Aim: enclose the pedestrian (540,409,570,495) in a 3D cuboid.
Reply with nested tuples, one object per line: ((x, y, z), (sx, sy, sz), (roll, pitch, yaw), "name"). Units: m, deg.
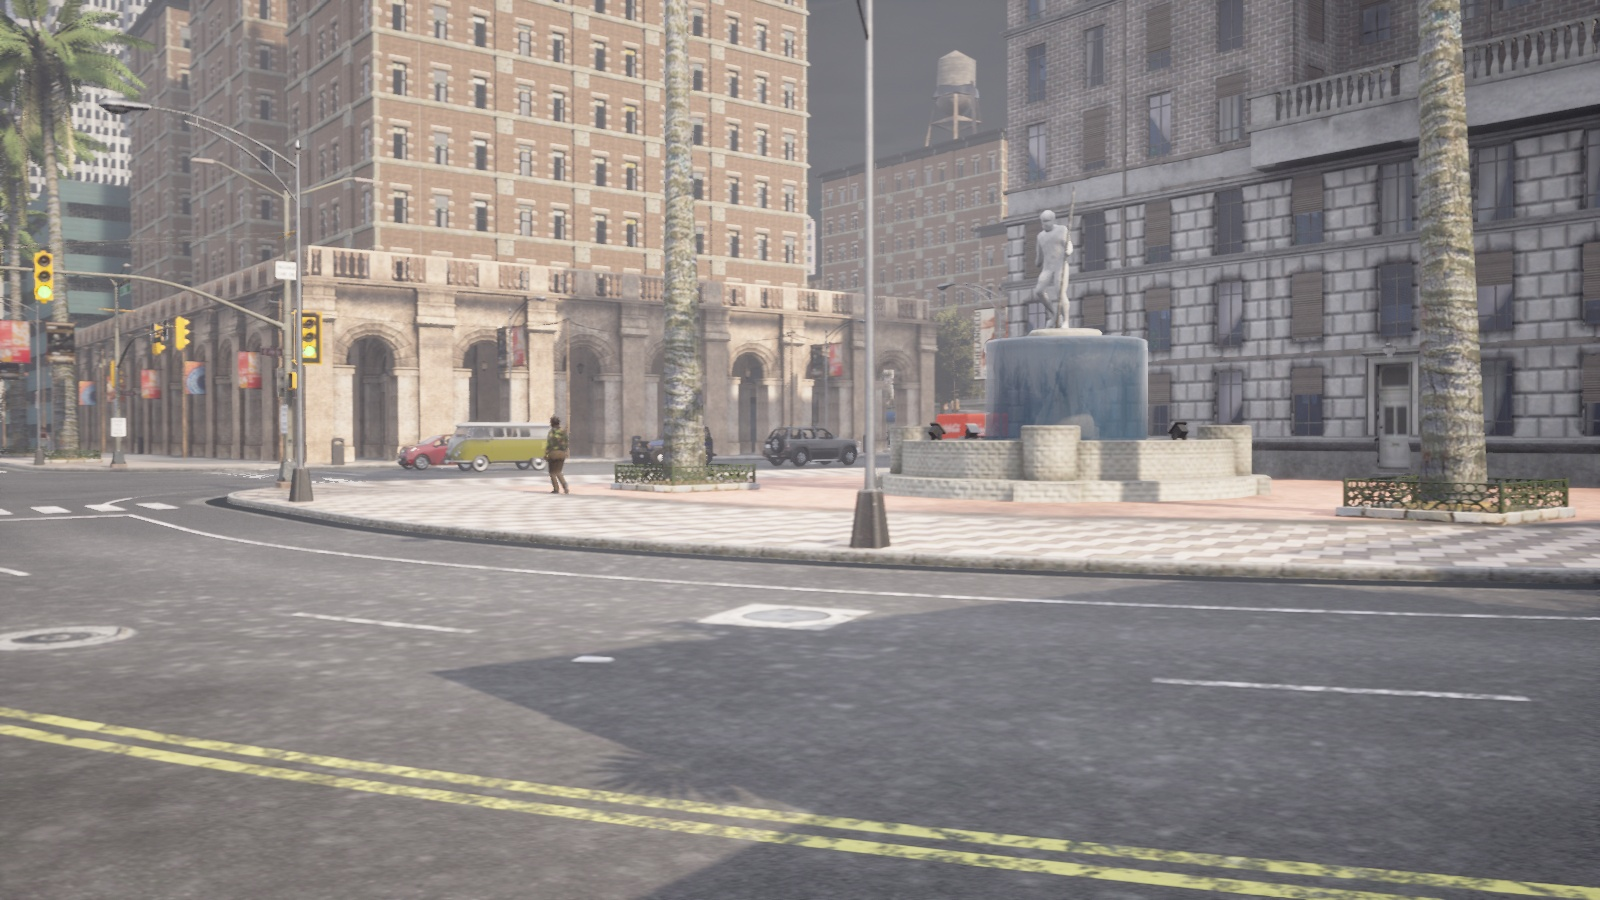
((-5.593, 0.032, 28.681), (0.395, 1.930, 0.692), (0, 1, -39), "pedestrian")

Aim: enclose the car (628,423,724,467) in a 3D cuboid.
((-5.574, -0.245, 56.510), (3.866, 1.878, 1.905), (0, 1, -38), "car")

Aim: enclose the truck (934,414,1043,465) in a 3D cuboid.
((9.644, -0.571, 64.019), (5.204, 2.467, 2.627), (-1, 1, -38), "truck")

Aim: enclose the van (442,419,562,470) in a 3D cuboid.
((-12.161, -0.238, 51.345), (4.442, 1.987, 1.775), (0, 1, -38), "van")

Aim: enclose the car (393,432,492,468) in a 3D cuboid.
((-15.205, -0.021, 53.436), (3.633, 1.501, 1.845), (0, 1, -38), "car")

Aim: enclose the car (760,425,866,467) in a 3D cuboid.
((0.616, -0.204, 56.914), (4.605, 1.855, 1.932), (-1, 1, -39), "car")
